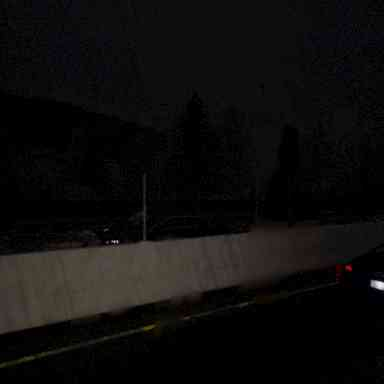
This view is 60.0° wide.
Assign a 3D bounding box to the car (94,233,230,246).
[{"bbox_3d":[-0.911,1.481,11.598,4.902,1.511,2.128,0,0,-32],"label":"car"}]

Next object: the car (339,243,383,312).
[{"bbox_3d":[4.942,1.570,6.714,4.181,1.385,1.994,0,0,-31],"label":"car"}]
